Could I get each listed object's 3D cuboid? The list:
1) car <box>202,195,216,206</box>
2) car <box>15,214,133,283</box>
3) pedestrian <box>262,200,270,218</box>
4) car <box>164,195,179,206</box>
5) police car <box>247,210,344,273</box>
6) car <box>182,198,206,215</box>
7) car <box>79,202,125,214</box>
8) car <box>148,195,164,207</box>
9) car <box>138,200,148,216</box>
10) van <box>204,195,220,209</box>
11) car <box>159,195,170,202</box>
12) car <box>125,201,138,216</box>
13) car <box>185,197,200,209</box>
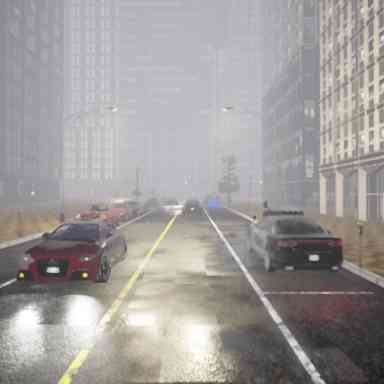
[{"bbox_3d":[2.705,1.318,54.167,1.967,1.590,4.097,1,0,0],"label":"car"},{"bbox_3d":[-3.099,1.543,9.409,1.994,1.385,4.181,0,0,0],"label":"car"},{"bbox_3d":[3.001,1.264,13.778,0.375,1.860,0.375,1,0,0],"label":"pedestrian"},{"bbox_3d":[-3.071,1.450,50.840,1.994,1.385,4.181,0,0,0],"label":"car"},{"bbox_3d":[3.001,1.402,10.761,1.930,1.638,5.238,0,0,0],"label":"police car"},{"bbox_3d":[0.072,1.493,32.610,1.994,1.385,4.181,0,0,0],"label":"car"},{"bbox_3d":[-5.679,1.396,20.321,1.967,1.590,4.097,1,0,0],"label":"car"},{"bbox_3d":[-5.678,1.458,48.534,1.947,1.339,4.313,1,0,0],"label":"car"},{"bbox_3d":[-5.680,1.497,31.606,1.947,1.339,4.313,1,0,0],"label":"car"},{"bbox_3d":[2.705,1.246,42.884,1.690,1.788,3.998,1,0,0],"label":"van"},{"bbox_3d":[-5.805,1.387,71.103,2.008,1.369,4.403,1,0,0],"label":"car"},{"bbox_3d":[-5.680,1.525,25.963,1.802,1.307,4.206,1,0,0],"label":"car"},{"bbox_3d":[0.059,1.464,45.200,1.994,1.385,4.181,0,0,0],"label":"car"}]
